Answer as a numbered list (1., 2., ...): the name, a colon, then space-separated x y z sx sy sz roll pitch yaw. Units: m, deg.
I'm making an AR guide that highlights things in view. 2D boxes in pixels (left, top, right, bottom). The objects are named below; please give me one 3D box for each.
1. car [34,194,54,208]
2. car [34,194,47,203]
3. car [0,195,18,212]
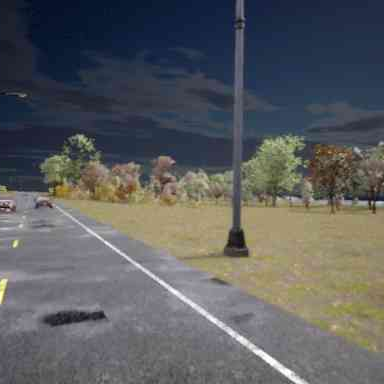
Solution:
1. car: -18.311 1.239 41.139 1.812 1.442 4.674 1 0 -26
2. car: -27.619 1.115 60.477 2.033 1.411 5.357 1 0 -25
3. car: -18.540 1.062 33.105 2.097 1.767 4.553 1 0 -25
